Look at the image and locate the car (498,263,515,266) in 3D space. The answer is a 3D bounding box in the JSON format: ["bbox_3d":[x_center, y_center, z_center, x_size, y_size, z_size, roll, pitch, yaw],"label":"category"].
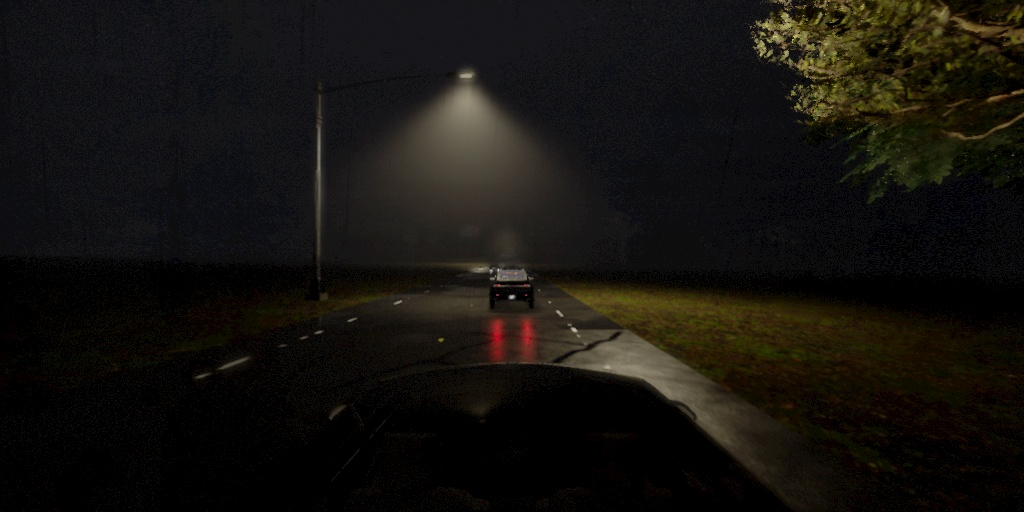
[{"bbox_3d":[-0.002,1.544,31.136,1.837,1.490,4.892,0,0,0],"label":"car"}]

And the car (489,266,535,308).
[{"bbox_3d":[0.002,1.384,16.134,2.128,1.511,4.902,0,0,0],"label":"car"}]
